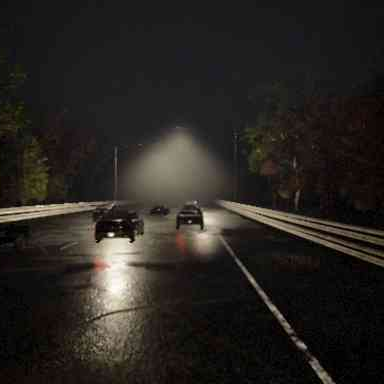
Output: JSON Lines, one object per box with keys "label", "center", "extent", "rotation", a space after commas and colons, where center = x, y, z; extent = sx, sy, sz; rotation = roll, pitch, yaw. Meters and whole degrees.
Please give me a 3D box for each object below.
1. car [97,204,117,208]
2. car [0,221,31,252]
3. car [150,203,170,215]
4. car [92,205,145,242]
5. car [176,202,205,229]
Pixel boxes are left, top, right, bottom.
{"label": "car", "center": [-7.127, 1.754, 28.674], "extent": [2.128, 1.511, 4.902], "rotation": [0, -1, 0]}
{"label": "car", "center": [-7.116, 1.346, 10.717], "extent": [1.895, 1.301, 4.718], "rotation": [2, -3, -1]}
{"label": "car", "center": [-3.589, 1.911, 38.108], "extent": [1.994, 1.385, 4.181], "rotation": [0, 0, 1]}
{"label": "car", "center": [-3.614, 1.666, 17.236], "extent": [1.837, 1.490, 4.892], "rotation": [0, 0, 0]}
{"label": "car", "center": [-0.134, 1.712, 23.572], "extent": [2.128, 1.511, 4.902], "rotation": [0, 0, 0]}
